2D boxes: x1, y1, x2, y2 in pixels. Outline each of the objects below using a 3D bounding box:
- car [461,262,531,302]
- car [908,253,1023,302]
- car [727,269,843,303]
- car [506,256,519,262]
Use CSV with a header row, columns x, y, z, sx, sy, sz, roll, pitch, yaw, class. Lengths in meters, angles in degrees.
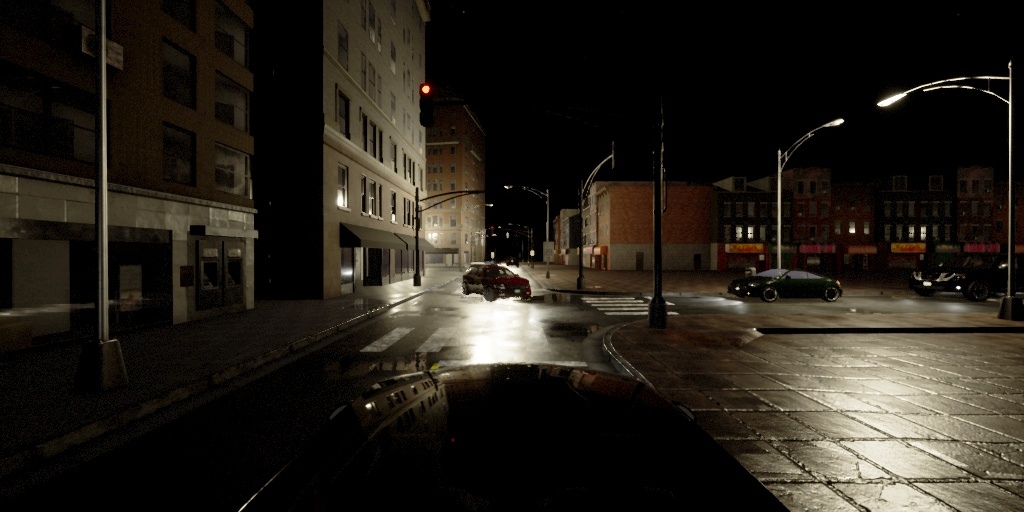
x,y,z,sx,sy,sz,roll,pitch,yaw,class
-0.905,1.227,17.300,1.882,1.535,5.008,0,0,-27,car
21.320,0.884,16.038,5.566,2.045,2.150,0,0,0,car
12.042,1.261,15.988,4.181,1.385,1.994,0,0,0,car
0.080,0.991,61.384,2.150,2.045,5.566,0,0,0,car
